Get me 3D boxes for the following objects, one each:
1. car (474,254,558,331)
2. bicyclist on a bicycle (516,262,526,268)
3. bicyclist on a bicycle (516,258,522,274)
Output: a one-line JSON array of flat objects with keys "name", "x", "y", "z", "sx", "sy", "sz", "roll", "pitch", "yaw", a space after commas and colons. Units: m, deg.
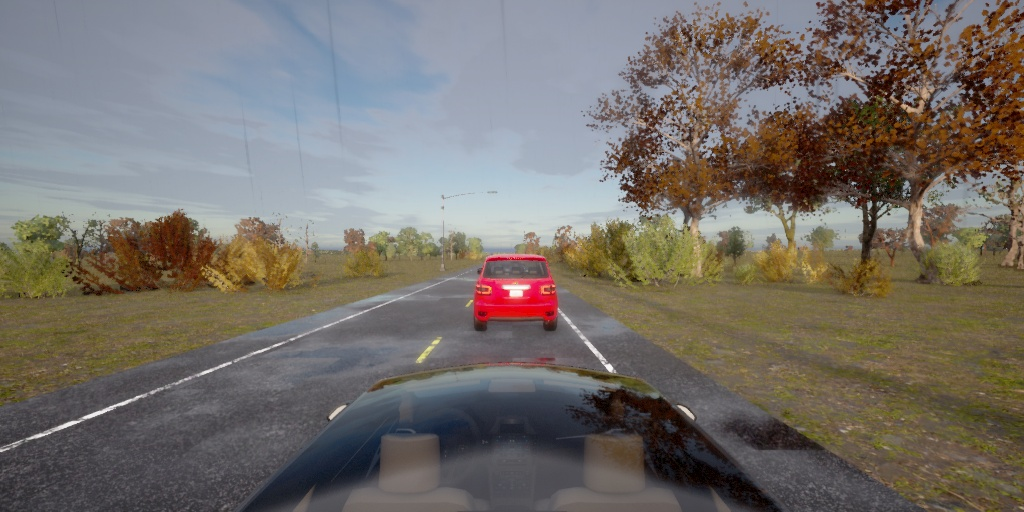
[{"name": "car", "x": 0.075, "y": 0.968, "z": 11.074, "sx": 2.150, "sy": 2.045, "sz": 5.566, "roll": 0, "pitch": 0, "yaw": -1}, {"name": "bicyclist on a bicycle", "x": 0.851, "y": 1.110, "z": 30.253, "sx": 0.659, "sy": 1.776, "sz": 1.843, "roll": 0, "pitch": 0, "yaw": 0}, {"name": "bicyclist on a bicycle", "x": 0.773, "y": 1.106, "z": 40.266, "sx": 0.659, "sy": 1.776, "sz": 1.843, "roll": 0, "pitch": 0, "yaw": 0}]
